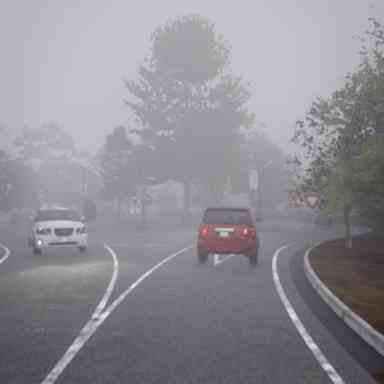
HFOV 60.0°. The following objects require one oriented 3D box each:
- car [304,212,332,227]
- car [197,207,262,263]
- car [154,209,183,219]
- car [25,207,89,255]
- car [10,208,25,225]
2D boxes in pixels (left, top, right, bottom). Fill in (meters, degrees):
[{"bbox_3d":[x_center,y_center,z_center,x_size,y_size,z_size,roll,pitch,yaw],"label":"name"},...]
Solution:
[{"bbox_3d":[13.490,2.909,35.816,1.882,1.535,5.008,1,-3,6],"label":"car"},{"bbox_3d":[1.645,1.627,13.750,2.150,2.045,5.566,-1,-3,12],"label":"car"},{"bbox_3d":[-3.790,3.484,53.239,4.553,1.767,2.097,1,-3,1],"label":"car"},{"bbox_3d":[-6.567,1.731,16.040,2.150,2.045,5.566,2,-3,-29],"label":"car"},{"bbox_3d":[-19.337,2.860,40.288,2.150,2.045,5.566,-1,-3,13],"label":"car"}]
